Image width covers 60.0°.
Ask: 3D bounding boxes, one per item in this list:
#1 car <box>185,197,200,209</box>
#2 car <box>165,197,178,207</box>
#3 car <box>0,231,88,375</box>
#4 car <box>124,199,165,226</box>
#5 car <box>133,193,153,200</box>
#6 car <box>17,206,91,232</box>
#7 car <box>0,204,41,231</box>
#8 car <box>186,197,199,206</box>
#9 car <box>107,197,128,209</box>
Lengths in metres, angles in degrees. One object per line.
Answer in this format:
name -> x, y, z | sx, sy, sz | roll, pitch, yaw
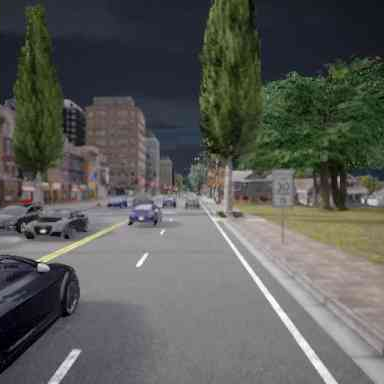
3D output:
car -> 0.038, 1.352, 42.274 | 2.128, 1.511, 4.902 | 0, 0, 0
car -> -3.153, 1.397, 47.284 | 1.812, 1.442, 4.674 | 0, 0, 1
car -> -3.147, 1.559, 4.746 | 1.994, 1.385, 4.181 | 0, 0, 0
car -> -3.133, 1.448, 22.865 | 1.812, 1.442, 4.674 | 0, 0, 0
car -> -6.481, 1.115, 44.058 | 2.150, 2.045, 5.566 | 0, 0, 0
car -> -6.587, 1.527, 16.684 | 1.994, 1.385, 4.181 | 0, 0, 0
car -> -9.835, 1.473, 19.140 | 1.837, 1.490, 4.892 | 0, 0, 0
car -> 0.049, 1.457, 51.514 | 1.895, 1.301, 4.718 | 0, 0, 0
car -> -9.735, 1.383, 43.689 | 1.882, 1.535, 5.008 | 0, 0, 1
